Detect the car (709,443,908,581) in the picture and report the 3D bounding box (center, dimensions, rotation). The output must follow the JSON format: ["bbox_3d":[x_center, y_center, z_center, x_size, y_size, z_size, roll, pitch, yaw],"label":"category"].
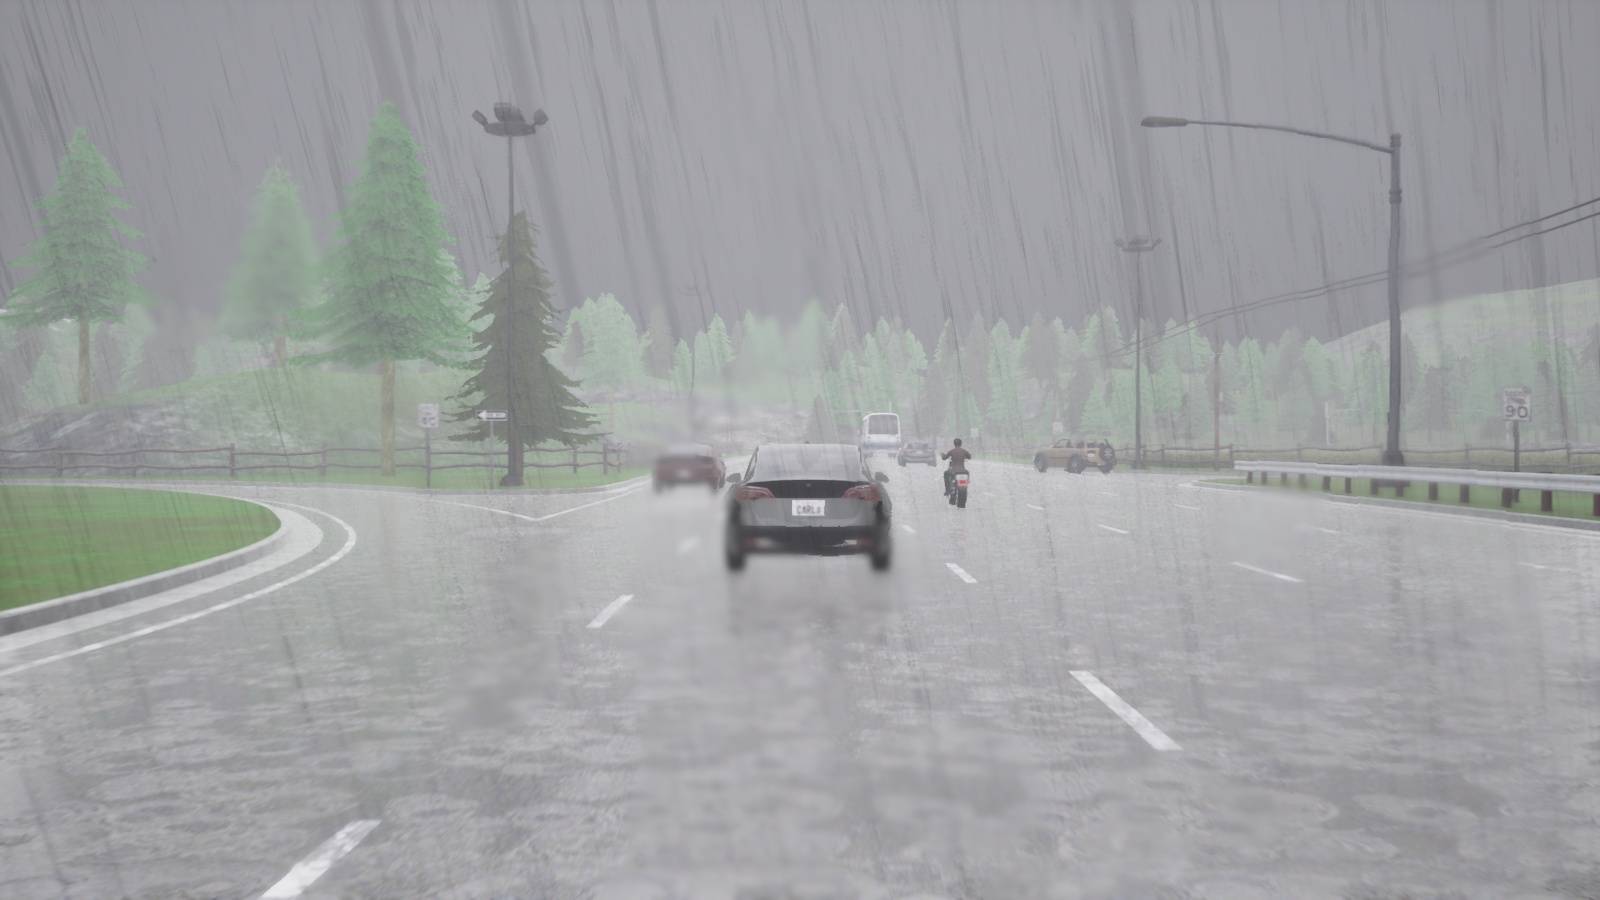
[{"bbox_3d":[0.106,0.656,16.006,2.163,1.488,4.792,0,0,0],"label":"car"}]

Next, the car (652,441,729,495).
[{"bbox_3d":[-3.268,0.505,38.344,1.882,1.535,5.008,0,0,0],"label":"car"}]

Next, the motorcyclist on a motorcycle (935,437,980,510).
[{"bbox_3d":[3.682,0.533,29.573,0.766,1.649,2.350,0,0,0],"label":"motorcyclist on a motorcycle"}]

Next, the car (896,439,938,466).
[{"bbox_3d":[7.470,0.143,80.496,2.242,1.667,4.611,0,0,0],"label":"car"}]

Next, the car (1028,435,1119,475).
[{"bbox_3d":[13.155,0.232,60.610,1.932,1.855,4.605,-1,0,-24],"label":"car"}]
